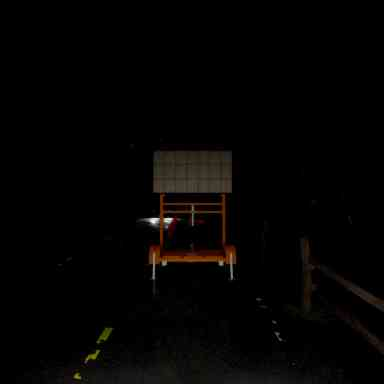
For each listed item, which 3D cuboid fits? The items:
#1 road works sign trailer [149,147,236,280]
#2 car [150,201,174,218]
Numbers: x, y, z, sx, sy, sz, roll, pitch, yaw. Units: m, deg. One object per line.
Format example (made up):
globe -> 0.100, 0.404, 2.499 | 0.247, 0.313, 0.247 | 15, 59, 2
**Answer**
road works sign trailer -> 0.021, 0.463, 9.901 | 2.380, 3.560, 2.880 | 0, 0, 0
car -> -2.681, 1.557, 31.061 | 2.033, 1.411, 5.357 | 0, 0, 0
